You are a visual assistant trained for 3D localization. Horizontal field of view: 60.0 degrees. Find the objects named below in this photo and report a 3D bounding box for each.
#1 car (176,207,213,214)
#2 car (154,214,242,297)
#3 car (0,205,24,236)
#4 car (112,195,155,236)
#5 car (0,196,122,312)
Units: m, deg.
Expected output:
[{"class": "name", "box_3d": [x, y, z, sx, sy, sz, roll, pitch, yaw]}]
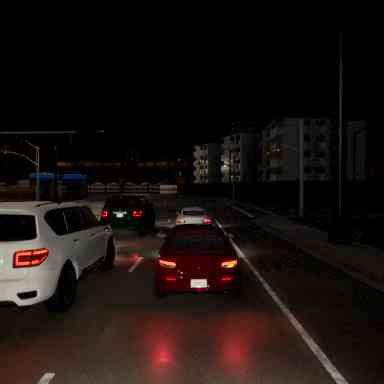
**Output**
[{"class": "car", "box_3d": [0.115, 1.490, 17.542, 1.812, 1.442, 4.674, 0, 0, 1]}, {"class": "car", "box_3d": [0.120, 1.521, 8.454, 1.812, 1.442, 4.674, 0, 0, 0]}, {"class": "car", "box_3d": [-10.502, 1.485, 16.638, 1.812, 1.442, 4.674, 0, 0, 1]}, {"class": "car", "box_3d": [-3.352, 1.179, 18.171, 2.150, 2.045, 5.566, 0, 0, 0]}, {"class": "car", "box_3d": [-3.383, 1.217, 7.812, 2.150, 2.045, 5.566, 0, 0, 0]}]
